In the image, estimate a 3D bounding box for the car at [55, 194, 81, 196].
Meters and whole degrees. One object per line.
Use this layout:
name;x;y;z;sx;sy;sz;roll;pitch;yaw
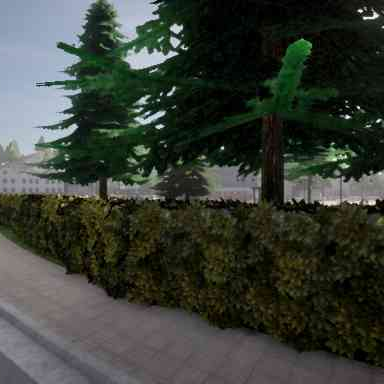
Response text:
car;-23.868;1.320;63.995;3.633;1.501;1.845;0;0;-36

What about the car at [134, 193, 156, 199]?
car;-7.945;1.384;60.661;3.806;1.475;1.970;0;0;-36

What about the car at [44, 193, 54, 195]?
car;-29.661;1.298;72.138;4.514;1.523;2.007;0;0;-36

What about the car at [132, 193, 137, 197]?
car;-10.904;1.097;77.745;4.605;1.855;1.932;0;0;-36

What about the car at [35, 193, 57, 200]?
car;-36.346;1.097;82.672;4.605;1.855;1.932;0;0;-36

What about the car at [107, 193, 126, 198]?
car;-20.394;1.153;90.259;5.027;1.636;2.152;0;0;-36
